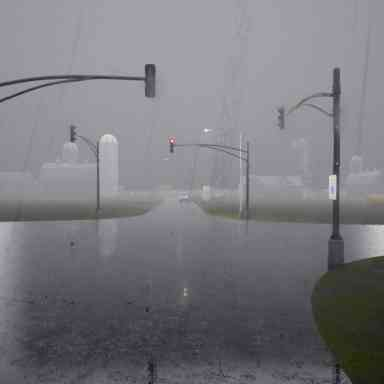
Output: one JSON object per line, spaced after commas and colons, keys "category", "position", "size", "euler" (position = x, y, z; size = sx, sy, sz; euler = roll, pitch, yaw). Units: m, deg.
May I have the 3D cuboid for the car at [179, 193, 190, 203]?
{"category": "car", "position": [-1.508, 1.553, 69.874], "size": [1.812, 1.442, 4.674], "euler": [0, 0, -3]}

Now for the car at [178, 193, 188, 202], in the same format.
{"category": "car", "position": [-2.091, 1.189, 79.909], "size": [2.150, 2.045, 5.566], "euler": [0, 0, -4]}
